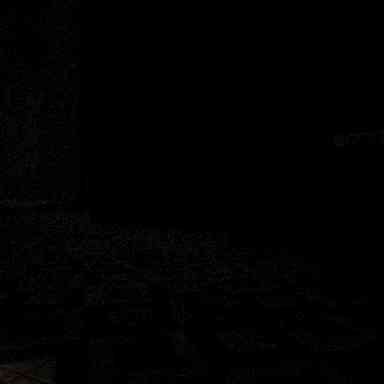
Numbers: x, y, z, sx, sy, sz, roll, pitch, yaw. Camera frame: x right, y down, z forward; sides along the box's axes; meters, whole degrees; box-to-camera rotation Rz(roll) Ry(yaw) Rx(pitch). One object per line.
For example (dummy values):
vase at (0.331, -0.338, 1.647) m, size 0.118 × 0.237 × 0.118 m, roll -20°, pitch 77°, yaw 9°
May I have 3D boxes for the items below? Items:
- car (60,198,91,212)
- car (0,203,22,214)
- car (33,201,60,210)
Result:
car at (-15.072, 1.781, 46.027) m, size 2.192 × 1.841 × 5.009 m, roll -1°, pitch -2°, yaw 35°
car at (-21.527, 1.812, 36.971) m, size 1.752 × 1.417 × 4.829 m, roll -1°, pitch -2°, yaw 36°
car at (-22.006, 2.002, 50.978) m, size 1.887 × 1.381 × 4.507 m, roll -1°, pitch -2°, yaw 36°
